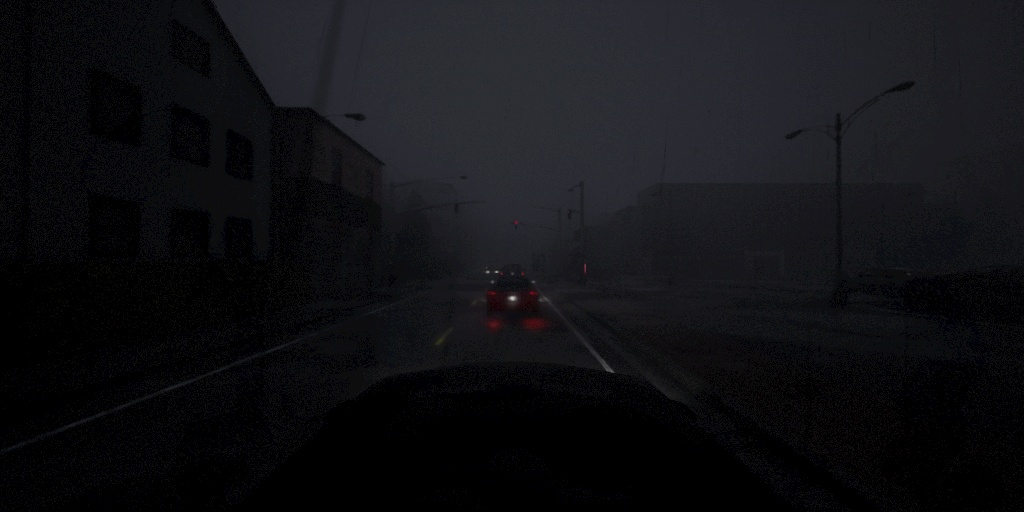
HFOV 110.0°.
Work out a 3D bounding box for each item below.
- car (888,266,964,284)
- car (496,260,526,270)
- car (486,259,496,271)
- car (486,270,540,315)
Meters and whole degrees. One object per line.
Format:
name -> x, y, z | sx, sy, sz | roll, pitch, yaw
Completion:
car -> 42.109, 1.777, 36.558 | 5.008, 1.535, 1.882 | 0, -1, 0
car -> 0.052, 1.421, 29.133 | 2.097, 1.767, 4.553 | 0, -2, 1
car -> -3.506, 1.650, 65.301 | 2.150, 2.045, 5.566 | 0, -1, 1
car -> 0.048, 1.449, 14.307 | 1.994, 1.385, 4.181 | 0, -1, 0
